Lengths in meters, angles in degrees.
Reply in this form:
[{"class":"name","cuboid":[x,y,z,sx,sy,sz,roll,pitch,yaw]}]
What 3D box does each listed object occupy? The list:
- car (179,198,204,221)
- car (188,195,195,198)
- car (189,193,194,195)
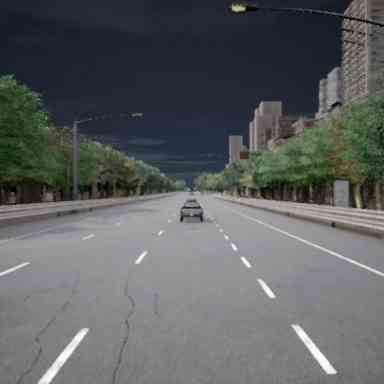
[{"class":"car","cuboid":[-0.027,1.568,28.207,2.128,1.511,4.902,0,0,0]},{"class":"car","cuboid":[-0.051,1.641,55.343,1.837,1.490,4.892,0,0,0]},{"class":"car","cuboid":[-0.069,1.630,73.358,1.882,1.535,5.008,0,0,0]}]
